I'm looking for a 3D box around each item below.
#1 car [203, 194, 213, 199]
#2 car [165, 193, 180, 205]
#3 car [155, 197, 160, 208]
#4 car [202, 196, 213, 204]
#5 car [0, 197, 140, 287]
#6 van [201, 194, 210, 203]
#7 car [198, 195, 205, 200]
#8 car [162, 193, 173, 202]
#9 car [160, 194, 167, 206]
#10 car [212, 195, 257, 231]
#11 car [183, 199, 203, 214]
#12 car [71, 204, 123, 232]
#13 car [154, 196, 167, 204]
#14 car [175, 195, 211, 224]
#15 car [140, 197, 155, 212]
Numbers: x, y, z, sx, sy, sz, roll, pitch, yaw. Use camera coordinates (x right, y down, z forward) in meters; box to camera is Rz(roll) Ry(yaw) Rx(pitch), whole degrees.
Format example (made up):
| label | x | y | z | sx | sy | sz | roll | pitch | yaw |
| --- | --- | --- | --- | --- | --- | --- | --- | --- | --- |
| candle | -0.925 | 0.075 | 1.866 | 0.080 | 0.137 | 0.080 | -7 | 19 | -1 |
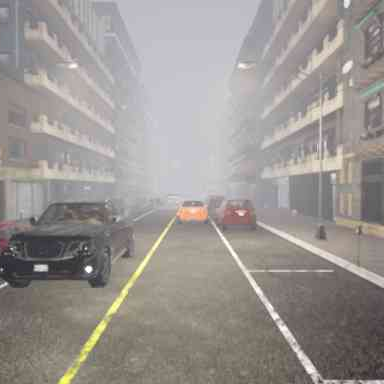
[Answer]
| label | x | y | z | sx | sy | sz | roll | pitch | yaw |
| --- | --- | --- | --- | --- | --- | --- | --- | --- | --- |
| car | 2.686 | 1.264 | 37.529 | 2.192 | 1.841 | 5.009 | -1 | 0 | 0 |
| car | -2.986 | 1.138 | 57.351 | 2.150 | 2.045 | 5.566 | 0 | 0 | 0 |
| car | -5.689 | 1.488 | 43.220 | 1.887 | 1.381 | 4.507 | -1 | 0 | 0 |
| car | 2.695 | 1.455 | 60.438 | 1.752 | 1.417 | 4.829 | -1 | 0 | 0 |
| car | -3.098 | 1.205 | 9.594 | 2.150 | 2.045 | 5.566 | 0 | 0 | 0 |
| van | 2.694 | 1.267 | 65.952 | 1.690 | 1.788 | 3.998 | -1 | 0 | 0 |
| car | 2.704 | 1.468 | 94.375 | 2.008 | 1.369 | 4.403 | -1 | 0 | 0 |
| car | -5.684 | 1.236 | 77.328 | 2.192 | 1.841 | 5.009 | -1 | 0 | 0 |
| car | -5.686 | 1.499 | 54.589 | 1.947 | 1.339 | 4.313 | -1 | 0 | 0 |
| car | 2.681 | 1.284 | 20.475 | 2.192 | 1.841 | 5.009 | -1 | 0 | 0 |
| car | 0.096 | 1.498 | 36.101 | 2.033 | 1.411 | 5.357 | 0 | 0 | 0 |
| car | -5.696 | 1.513 | 20.481 | 1.887 | 1.381 | 4.507 | -1 | 0 | 0 |
| car | -5.685 | 1.495 | 60.273 | 1.947 | 1.339 | 4.313 | -1 | 0 | 0 |
| car | 0.090 | 1.316 | 24.417 | 2.097 | 1.767 | 4.553 | 0 | 0 | 0 |
| car | -5.692 | 1.389 | 37.535 | 1.967 | 1.590 | 4.097 | -1 | 0 | 0 |
